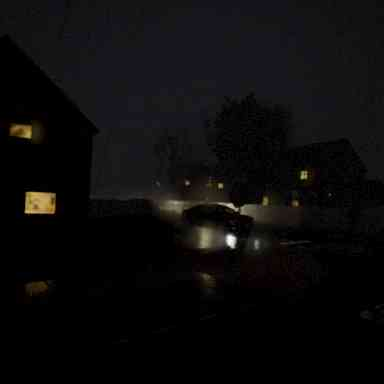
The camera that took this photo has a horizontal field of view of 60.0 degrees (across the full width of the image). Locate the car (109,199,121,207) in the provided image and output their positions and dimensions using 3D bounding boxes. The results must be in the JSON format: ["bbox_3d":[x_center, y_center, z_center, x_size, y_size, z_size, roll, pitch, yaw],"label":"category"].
[{"bbox_3d":[-14.149,1.952,60.935,1.994,1.385,4.181,3,-1,-13],"label":"car"}]

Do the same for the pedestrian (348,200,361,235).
[{"bbox_3d":[8.650,1.347,17.811,0.375,1.860,0.375,4,-2,-36],"label":"pedestrian"}]

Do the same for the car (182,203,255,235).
[{"bbox_3d":[1.320,1.398,18.272,1.882,1.535,5.008,3,-2,-33],"label":"car"}]

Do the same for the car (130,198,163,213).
[{"bbox_3d":[-3.927,1.308,26.780,2.097,1.767,4.553,3,-2,-29],"label":"car"}]
